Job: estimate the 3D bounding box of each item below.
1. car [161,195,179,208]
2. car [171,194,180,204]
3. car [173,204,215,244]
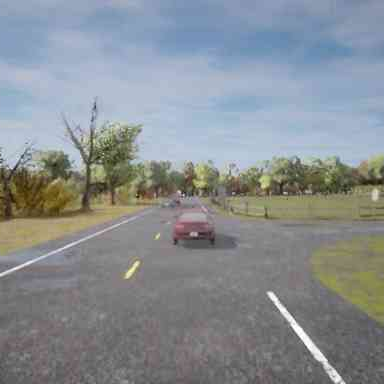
[{"bbox_3d":[-3.583,1.658,50.066,2.128,1.511,4.902,0,0,0],"label":"car"},{"bbox_3d":[-3.505,1.439,66.144,2.150,2.045,5.566,0,0,0],"label":"car"},{"bbox_3d":[0.083,1.548,15.984,1.812,1.442,4.674,0,1,0],"label":"car"}]
